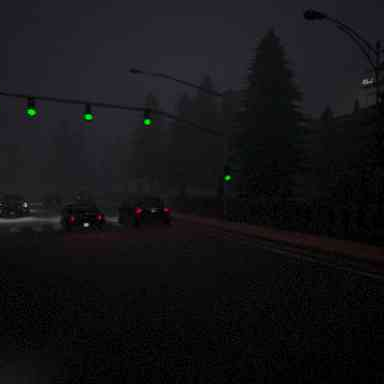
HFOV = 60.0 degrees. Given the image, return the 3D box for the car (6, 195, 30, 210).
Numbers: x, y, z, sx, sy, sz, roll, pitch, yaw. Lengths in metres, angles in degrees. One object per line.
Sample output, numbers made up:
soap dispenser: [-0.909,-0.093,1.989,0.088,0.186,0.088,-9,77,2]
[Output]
car: [-18.297,1.038,35.149,2.033,1.411,5.357,-1,1,-26]

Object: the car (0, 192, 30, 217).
car: [-14.198,0.961,26.646,2.097,1.767,4.553,-1,1,-25]

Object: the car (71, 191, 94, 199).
car: [-13.691,0.724,41.397,2.097,1.767,4.553,-1,1,-30]

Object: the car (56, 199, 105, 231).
car: [-6.242,1.305,18.575,1.895,1.301,4.718,-1,1,-26]

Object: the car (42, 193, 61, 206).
car: [-16.953,0.897,40.127,2.128,1.511,4.902,-1,1,-30]

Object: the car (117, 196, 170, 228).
car: [-3.028,1.021,19.961,2.097,1.767,4.553,-1,1,-26]
